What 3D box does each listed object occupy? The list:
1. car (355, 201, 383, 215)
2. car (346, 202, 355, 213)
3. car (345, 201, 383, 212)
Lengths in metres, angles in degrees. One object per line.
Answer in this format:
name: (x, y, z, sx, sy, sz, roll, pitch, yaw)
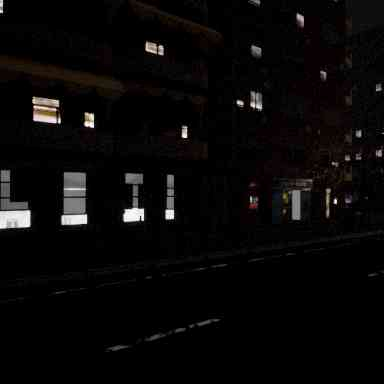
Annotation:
car: (19.702, 1.724, 37.239, 2.128, 1.511, 4.902, 0, -1, -35)
car: (15.476, 1.592, 38.332, 2.192, 1.841, 5.009, -1, 0, -36)
car: (22.465, 1.853, 43.431, 1.802, 1.307, 4.206, -1, 0, -36)
